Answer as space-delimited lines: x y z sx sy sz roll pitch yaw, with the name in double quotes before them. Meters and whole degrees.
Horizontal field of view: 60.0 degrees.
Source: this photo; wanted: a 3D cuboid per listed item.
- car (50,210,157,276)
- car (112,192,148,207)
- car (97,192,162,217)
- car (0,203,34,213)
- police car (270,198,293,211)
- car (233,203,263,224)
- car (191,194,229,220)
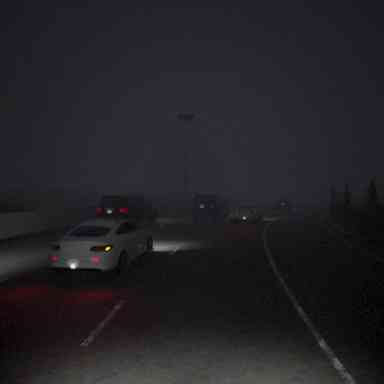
"car" -2.568 1.517 10.250 1.812 1.442 4.674 0 0 7
"car" -8.947 1.001 48.373 2.150 2.045 5.566 0 0 27
"car" -4.028 1.208 21.467 2.150 2.045 5.566 0 0 14
"car" -14.169 1.501 24.828 2.033 1.411 5.357 0 0 14
"police car" 11.079 1.539 40.867 2.038 1.542 4.974 0 0 27
"car" 4.275 1.538 24.988 1.812 1.442 4.674 0 0 17
"car" 1.636 1.225 28.279 2.150 2.045 5.566 0 0 19
